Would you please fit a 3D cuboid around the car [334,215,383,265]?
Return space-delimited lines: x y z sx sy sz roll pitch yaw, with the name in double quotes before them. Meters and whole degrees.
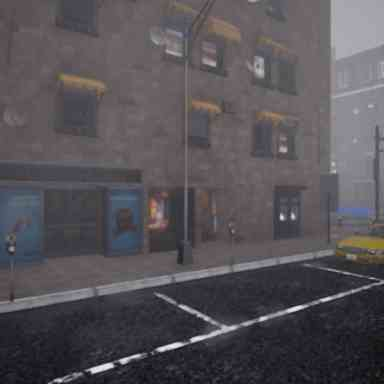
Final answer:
"car" 6.752 1.651 11.387 4.829 1.417 1.752 1 -1 -36

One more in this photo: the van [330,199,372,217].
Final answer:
"van" 15.267 1.610 32.289 1.690 1.788 3.998 0 0 -36
